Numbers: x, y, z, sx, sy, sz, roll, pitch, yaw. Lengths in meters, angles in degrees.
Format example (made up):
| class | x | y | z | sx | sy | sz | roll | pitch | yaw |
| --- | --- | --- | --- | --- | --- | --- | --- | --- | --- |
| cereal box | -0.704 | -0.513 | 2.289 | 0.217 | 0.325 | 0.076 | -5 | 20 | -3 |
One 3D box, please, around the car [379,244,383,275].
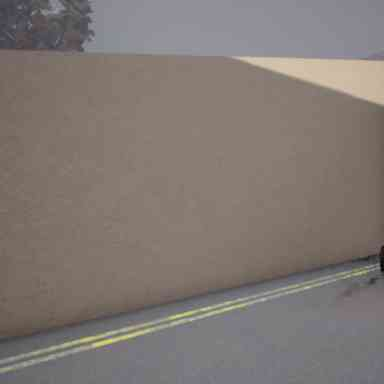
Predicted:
| class | x | y | z | sx | sy | sz | roll | pitch | yaw |
| --- | --- | --- | --- | --- | --- | --- | --- | --- | --- |
| car | 6.661 | 1.512 | 8.522 | 4.892 | 1.490 | 1.837 | 0 | 0 | -36 |
